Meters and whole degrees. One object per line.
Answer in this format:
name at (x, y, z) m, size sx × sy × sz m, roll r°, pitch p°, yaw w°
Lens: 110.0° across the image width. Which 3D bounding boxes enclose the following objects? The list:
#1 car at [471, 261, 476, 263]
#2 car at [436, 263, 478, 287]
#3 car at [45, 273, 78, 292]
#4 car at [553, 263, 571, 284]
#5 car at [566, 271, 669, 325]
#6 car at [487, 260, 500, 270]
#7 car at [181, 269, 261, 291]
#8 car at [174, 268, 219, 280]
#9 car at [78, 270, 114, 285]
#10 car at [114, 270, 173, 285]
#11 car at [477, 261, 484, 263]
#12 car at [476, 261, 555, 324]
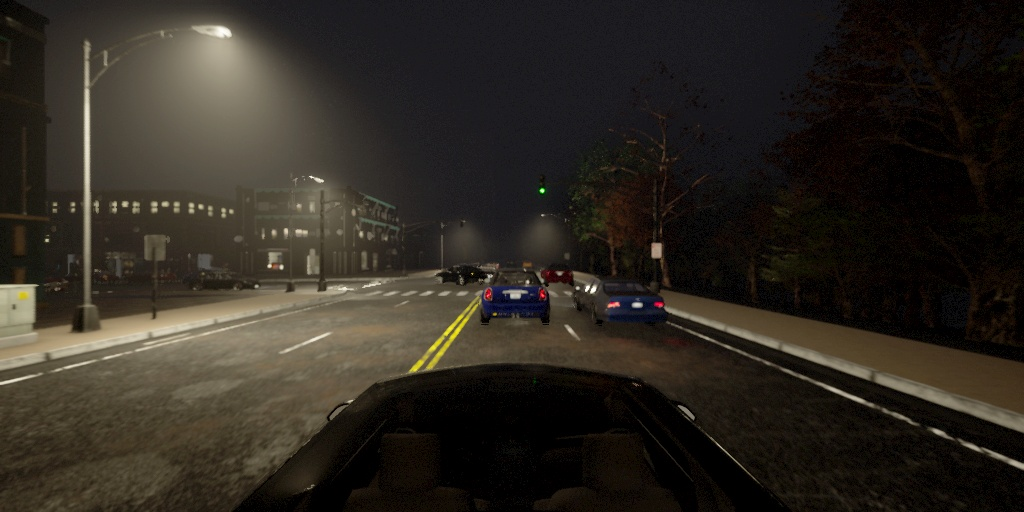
car at (-6.588, 1.692, 48.732) m, size 2.033 × 1.411 × 5.357 m, roll 0°, pitch 0°, yaw 0°
car at (-3.914, 1.472, 27.177) m, size 1.837 × 1.490 × 4.892 m, roll 3°, pitch -3°, yaw -43°
car at (-33.826, 1.799, 25.120) m, size 4.097 × 1.591 × 1.967 m, roll 0°, pitch 0°, yaw 0°
car at (3.347, 1.319, 27.347) m, size 2.097 × 1.767 × 4.553 m, roll 0°, pitch -1°, yaw 0°
car at (3.349, 1.386, 12.093) m, size 2.033 × 1.411 × 5.357 m, roll 0°, pitch 0°, yaw 0°
car at (-3.292, 1.627, 64.514) m, size 2.097 × 1.767 × 4.553 m, roll 0°, pitch 0°, yaw 1°
car at (-19.949, 1.765, 24.983) m, size 4.313 × 1.339 × 1.948 m, roll 0°, pitch 0°, yaw 0°
car at (-22.753, 1.754, 27.699) m, size 4.674 × 1.442 × 1.812 m, roll -1°, pitch 0°, yaw 0°
car at (-39.353, 1.992, 33.507) m, size 4.207 × 1.307 × 1.802 m, roll 0°, pitch 0°, yaw 0°
car at (-33.819, 1.929, 33.501) m, size 4.207 × 1.307 × 1.802 m, roll 0°, pitch 0°, yaw 0°
car at (-3.338, 1.743, 48.387) m, size 1.895 × 1.301 × 4.718 m, roll 0°, pitch 0°, yaw 0°
car at (0.093, 1.194, 12.473) m, size 2.097 × 1.767 × 4.553 m, roll 0°, pitch 0°, yaw 0°
